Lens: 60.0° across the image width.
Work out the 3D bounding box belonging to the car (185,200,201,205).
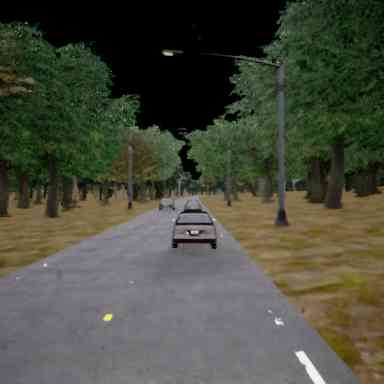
[{"bbox_3d":[0.112,1.569,36.628,1.994,1.385,4.181,0,0,0],"label":"car"}]

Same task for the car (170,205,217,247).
[{"bbox_3d":[0.091,1.538,14.822,2.033,1.411,5.357,0,0,0],"label":"car"}]

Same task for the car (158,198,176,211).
[{"bbox_3d":[-3.072,1.517,41.387,1.837,1.490,4.892,0,-1,0],"label":"car"}]
